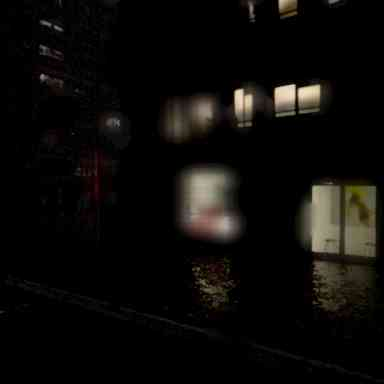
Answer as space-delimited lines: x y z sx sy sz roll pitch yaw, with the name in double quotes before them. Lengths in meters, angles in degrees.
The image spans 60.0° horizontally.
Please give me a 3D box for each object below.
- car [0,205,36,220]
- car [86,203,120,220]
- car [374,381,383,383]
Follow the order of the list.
"car" -17.412 1.928 32.027 2.008 1.369 4.403 0 -1 36
"car" -7.387 2.049 31.518 1.947 1.339 4.313 0 -1 36
"car" 2.769 1.536 1.045 4.403 1.369 2.008 -1 1 36
